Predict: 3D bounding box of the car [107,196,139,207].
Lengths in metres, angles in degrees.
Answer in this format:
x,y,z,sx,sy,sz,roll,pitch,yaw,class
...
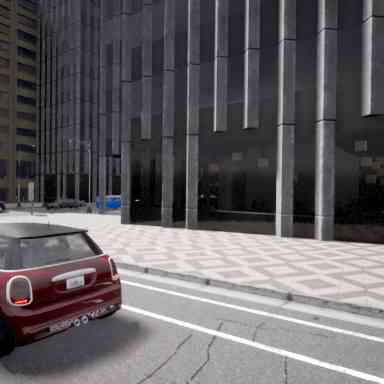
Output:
x,y,z,sx,sy,sz,roll,pitch,yaw,class
-10.176,1.427,49.564,1.812,1.442,4.674,1,1,36,car

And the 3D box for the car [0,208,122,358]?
x,y,z,sx,sy,sz,roll,pitch,yaw,class
-3.451,1.349,6.140,4.553,1.767,2.097,0,0,35,car

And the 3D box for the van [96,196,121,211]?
x,y,z,sx,sy,sz,roll,pitch,yaw,class
-9.659,1.338,40.257,1.690,1.788,3.998,1,1,36,van

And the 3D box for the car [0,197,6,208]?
x,y,z,sx,sy,sz,roll,pitch,yaw,class
-21.514,1.277,33.773,2.097,1.767,4.553,1,1,35,car

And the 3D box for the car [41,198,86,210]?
x,y,z,sx,sy,sz,roll,pitch,yaw,class
-15.924,1.460,41.595,2.033,1.411,5.357,1,1,36,car

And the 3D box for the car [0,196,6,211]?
x,y,z,sx,sy,sz,roll,pitch,yaw,class
-22.942,1.323,36.421,1.967,1.590,4.097,1,1,36,car
